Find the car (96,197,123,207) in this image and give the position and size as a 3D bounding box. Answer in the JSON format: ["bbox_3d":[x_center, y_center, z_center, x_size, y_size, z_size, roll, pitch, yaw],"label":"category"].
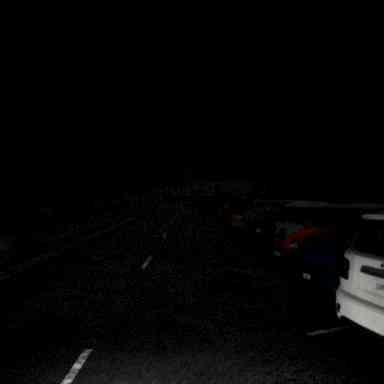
[{"bbox_3d":[-15.337,1.806,62.002,4.553,1.767,2.185,-1,0,-25],"label":"car"}]

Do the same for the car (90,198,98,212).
[{"bbox_3d":[-13.856,1.766,38.348,5.008,1.535,2.097,-1,0,-22],"label":"car"}]

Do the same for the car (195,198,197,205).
[{"bbox_3d":[3.453,1.883,56.119,4.674,1.452,2.002,1,-1,-24],"label":"car"}]

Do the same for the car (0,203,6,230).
[{"bbox_3d":[-13.270,1.619,17.669,5.366,1.575,1.946,-1,-1,-20],"label":"car"}]

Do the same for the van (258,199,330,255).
[{"bbox_3d":[4.663,1.328,10.823,4.442,1.987,1.878,1,0,-20],"label":"van"}]

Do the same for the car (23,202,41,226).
[{"bbox_3d":[-13.462,1.539,23.548,4.553,1.767,2.185,-1,0,-21],"label":"car"}]

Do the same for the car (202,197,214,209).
[{"bbox_3d":[4.311,1.748,41.034,5.008,1.535,2.097,1,0,-23],"label":"car"}]

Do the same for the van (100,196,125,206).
[{"bbox_3d":[-15.532,1.726,64.990,4.442,1.987,1.878,-1,-1,-25],"label":"van"}]

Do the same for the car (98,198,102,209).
[{"bbox_3d":[-14.022,1.663,41.300,4.553,1.767,2.185,-1,-1,-22],"label":"car"}]

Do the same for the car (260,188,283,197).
[{"bbox_3d":[19.940,0.162,83.841,2.435,2.045,5.566,-6,3,-30],"label":"car"}]

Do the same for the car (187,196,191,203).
[{"bbox_3d":[2.291,1.914,68.077,5.366,1.575,1.946,1,0,-26],"label":"car"}]

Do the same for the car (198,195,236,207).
[{"bbox_3d":[4.150,1.515,44.040,5.566,2.045,2.435,1,0,-23],"label":"car"}]

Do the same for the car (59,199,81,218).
[{"bbox_3d":[-13.693,1.756,32.411,4.792,1.488,2.163,-1,0,-21],"label":"car"}]

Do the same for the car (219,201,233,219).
[{"bbox_3d":[4.744,1.634,22.916,5.008,1.535,2.097,1,0,-21],"label":"car"}]

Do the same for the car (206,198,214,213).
[{"bbox_3d":[4.511,1.709,35.000,5.008,1.535,2.097,1,-1,-22],"label":"car"}]

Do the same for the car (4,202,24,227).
[{"bbox_3d":[-13.454,1.645,20.570,4.892,1.521,2.231,-1,0,-20],"label":"car"}]

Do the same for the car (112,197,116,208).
[{"bbox_3d":[-14.470,1.890,50.177,4.674,1.452,2.002,-1,0,-23],"label":"car"}]

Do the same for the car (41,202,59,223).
[{"bbox_3d":[-13.523,1.685,26.503,5.008,1.535,2.097,-1,0,-21],"label":"car"}]

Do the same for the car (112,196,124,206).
[{"bbox_3d":[-14.720,1.886,56.166,5.366,1.575,1.946,-1,-1,-24],"label":"car"}]

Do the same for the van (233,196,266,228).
[{"bbox_3d":[4.659,1.368,16.847,4.442,1.987,1.878,1,0,-20],"label":"van"}]

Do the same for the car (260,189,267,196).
[{"bbox_3d":[16.993,0.739,83.321,2.002,1.452,4.674,-6,3,-30],"label":"car"}]

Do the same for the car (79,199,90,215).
[{"bbox_3d":[-13.726,1.776,35.405,4.792,1.488,2.163,-1,-1,-22],"label":"car"}]

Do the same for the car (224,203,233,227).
[{"bbox_3d":[4.926,1.614,19.973,5.366,1.575,1.946,1,-1,-20],"label":"car"}]

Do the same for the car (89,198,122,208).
[{"bbox_3d":[-15.286,1.911,58.961,5.366,1.575,1.946,-1,0,-24],"label":"car"}]

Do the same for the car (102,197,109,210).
[{"bbox_3d":[-14.303,1.807,44.190,5.366,1.575,1.946,-1,0,-23],"label":"car"}]

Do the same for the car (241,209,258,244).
[{"bbox_3d":[4.795,1.606,13.890,4.792,1.488,2.163,1,-1,-20],"label":"car"}]

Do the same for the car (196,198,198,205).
[{"bbox_3d":[3.665,1.864,53.102,4.674,1.452,2.002,1,0,-24],"label":"car"}]

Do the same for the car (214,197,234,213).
[{"bbox_3d":[4.633,1.546,28.955,4.553,1.767,2.185,1,-1,-21],"label":"car"}]

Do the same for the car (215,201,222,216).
[{"bbox_3d":[4.690,1.654,25.935,4.892,1.521,2.231,1,-1,-21],"label":"car"}]

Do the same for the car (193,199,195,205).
[{"bbox_3d":[3.243,1.863,59.130,4.892,1.521,2.231,1,0,-25],"label":"car"}]

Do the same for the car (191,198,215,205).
[{"bbox_3d":[2.348,1.974,71.137,4.792,1.488,2.163,1,-1,-26],"label":"car"}]

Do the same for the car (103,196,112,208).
[{"bbox_3d":[-14.267,1.703,47.233,4.553,1.767,2.185,-1,0,-23],"label":"car"}]

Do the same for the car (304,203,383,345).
[{"bbox_3d":[4.789,1.265,4.867,5.566,2.045,2.435,1,-1,-20],"label":"car"}]

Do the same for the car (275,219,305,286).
[{"bbox_3d":[4.768,1.536,7.857,5.008,1.535,2.097,1,0,-20],"label":"car"}]

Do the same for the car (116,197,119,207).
[{"bbox_3d":[-14.669,1.910,53.131,4.674,1.452,2.002,-1,0,-24],"label":"car"}]
